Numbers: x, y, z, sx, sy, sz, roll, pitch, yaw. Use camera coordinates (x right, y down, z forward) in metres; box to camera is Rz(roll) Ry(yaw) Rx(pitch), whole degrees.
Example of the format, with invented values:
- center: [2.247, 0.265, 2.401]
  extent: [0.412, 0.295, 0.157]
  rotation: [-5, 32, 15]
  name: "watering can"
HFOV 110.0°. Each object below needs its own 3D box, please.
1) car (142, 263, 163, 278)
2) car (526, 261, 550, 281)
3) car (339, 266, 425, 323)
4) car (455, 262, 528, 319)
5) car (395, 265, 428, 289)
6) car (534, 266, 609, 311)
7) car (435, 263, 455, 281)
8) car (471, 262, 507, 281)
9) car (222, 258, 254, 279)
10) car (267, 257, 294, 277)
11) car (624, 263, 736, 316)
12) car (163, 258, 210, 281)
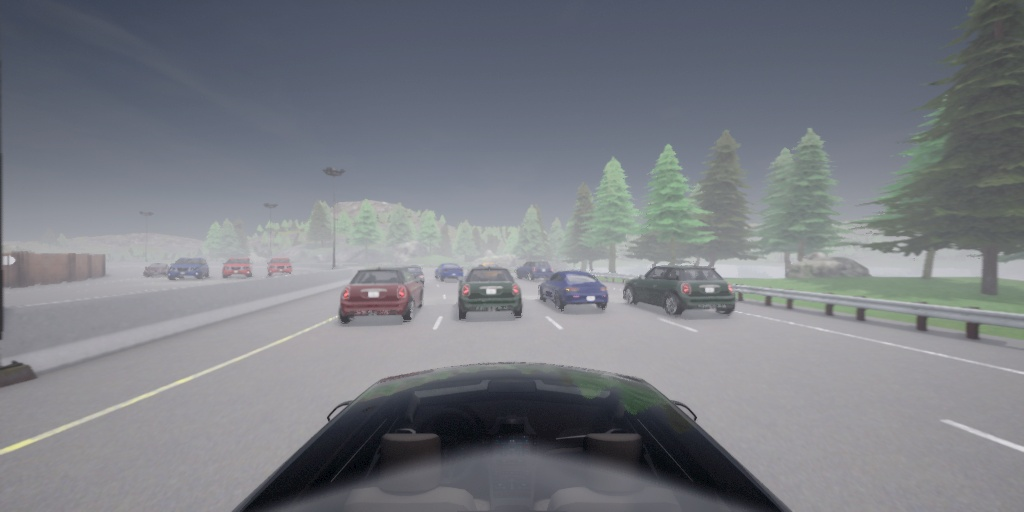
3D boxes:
- center: [-37.139, 1.503, 37.762]
  extent: [1.812, 1.442, 4.674]
  rotation: [0, 0, -38]
  name: "car"
- center: [1.888, 1.193, 31.246]
  extent: [2.097, 1.767, 4.553]
  rotation: [0, 0, -19]
  name: "car"
- center: [-4.361, 1.151, 12.652]
  extent: [2.097, 1.767, 4.553]
  rotation: [0, 0, -8]
  name: "car"
- center: [-0.945, 1.142, 13.343]
  extent: [2.097, 1.767, 4.553]
  rotation: [0, 0, -8]
  name: "car"
- center: [-7.175, 1.397, 25.487]
  extent: [2.033, 1.411, 5.357]
  rotation: [0, 0, -17]
  name: "car"
- center: [2.398, 1.312, 14.729]
  extent: [1.812, 1.442, 4.674]
  rotation: [0, 0, -9]
  name: "car"
- center: [-5.547, 1.342, 31.301]
  extent: [1.882, 1.535, 5.008]
  rotation: [0, 0, -20]
  name: "car"
- center: [-2.148, 1.335, 32.147]
  extent: [1.882, 1.535, 5.008]
  rotation: [0, 0, -20]
  name: "car"
- center: [-27.433, 1.168, 36.054]
  extent: [2.150, 2.045, 5.566]
  rotation: [0, -1, -32]
  name: "car"
- center: [-25.657, 1.171, 39.746]
  extent: [2.150, 2.045, 5.566]
  rotation: [0, 0, -34]
  name: "car"
- center: [6.073, 1.123, 13.636]
  extent: [2.097, 1.767, 4.553]
  rotation: [0, 0, -8]
  name: "car"
- center: [-29.894, 1.166, 33.367]
  extent: [2.150, 2.045, 5.566]
  rotation: [0, -1, -31]
  name: "car"
